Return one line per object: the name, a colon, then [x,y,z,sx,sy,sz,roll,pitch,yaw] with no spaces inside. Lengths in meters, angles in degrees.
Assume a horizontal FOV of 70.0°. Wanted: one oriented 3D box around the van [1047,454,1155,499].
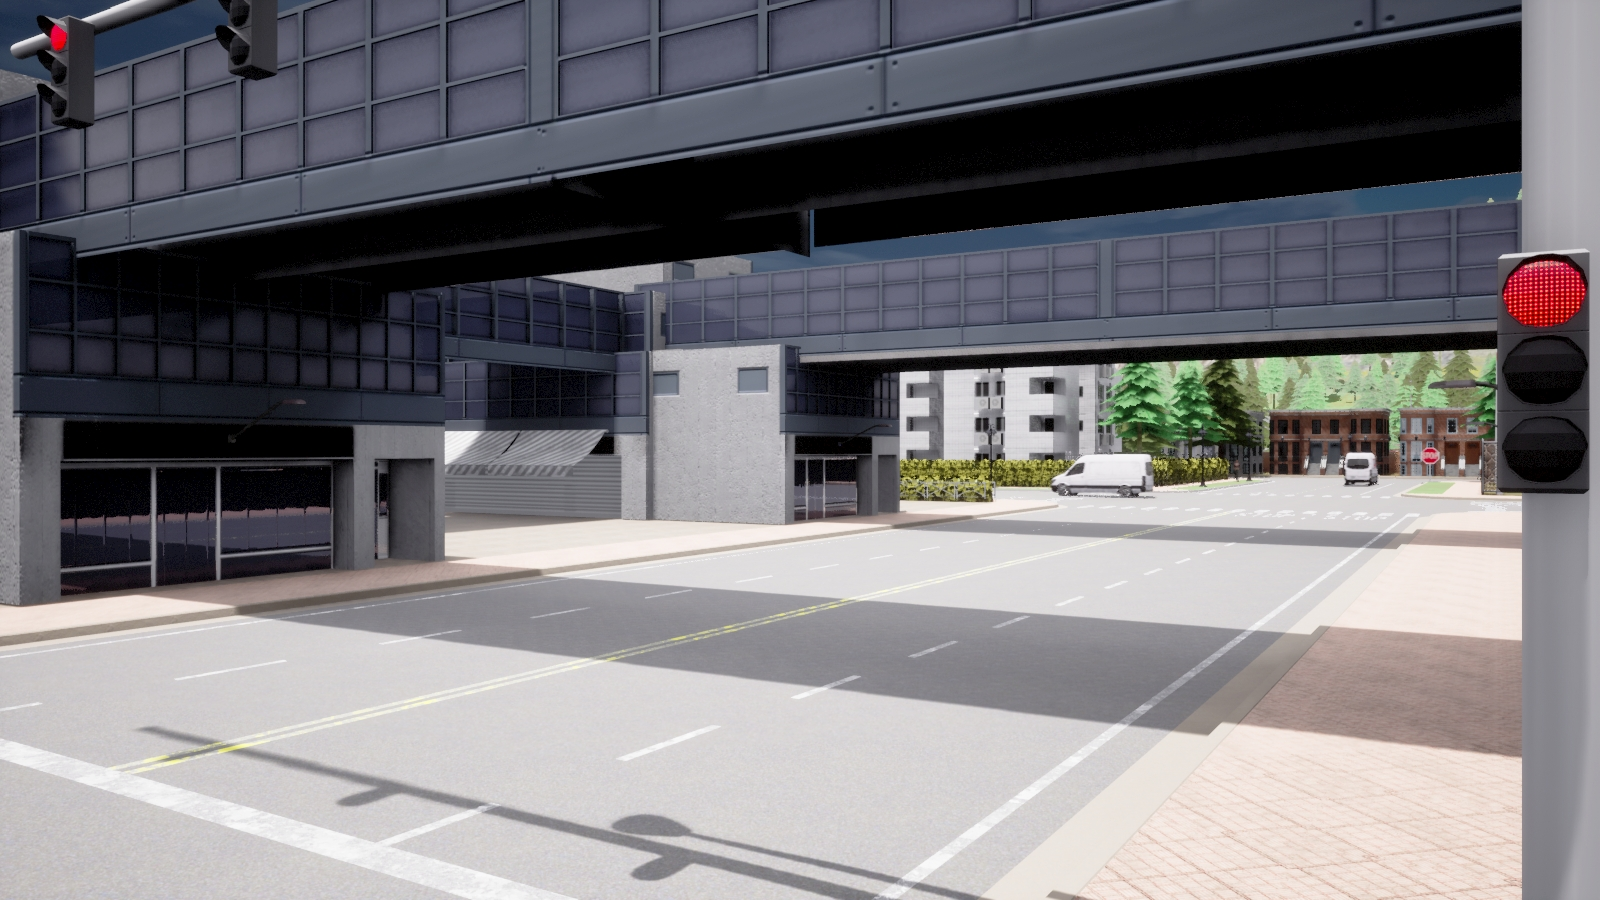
van: [17.962,1.534,68.232,5.915,2.561,1.988,0,0,31]
